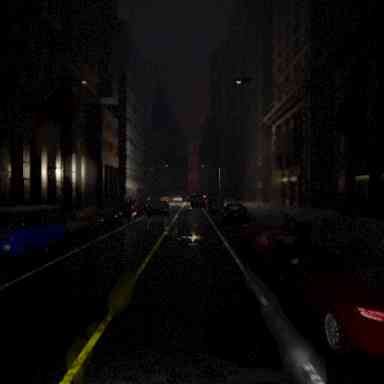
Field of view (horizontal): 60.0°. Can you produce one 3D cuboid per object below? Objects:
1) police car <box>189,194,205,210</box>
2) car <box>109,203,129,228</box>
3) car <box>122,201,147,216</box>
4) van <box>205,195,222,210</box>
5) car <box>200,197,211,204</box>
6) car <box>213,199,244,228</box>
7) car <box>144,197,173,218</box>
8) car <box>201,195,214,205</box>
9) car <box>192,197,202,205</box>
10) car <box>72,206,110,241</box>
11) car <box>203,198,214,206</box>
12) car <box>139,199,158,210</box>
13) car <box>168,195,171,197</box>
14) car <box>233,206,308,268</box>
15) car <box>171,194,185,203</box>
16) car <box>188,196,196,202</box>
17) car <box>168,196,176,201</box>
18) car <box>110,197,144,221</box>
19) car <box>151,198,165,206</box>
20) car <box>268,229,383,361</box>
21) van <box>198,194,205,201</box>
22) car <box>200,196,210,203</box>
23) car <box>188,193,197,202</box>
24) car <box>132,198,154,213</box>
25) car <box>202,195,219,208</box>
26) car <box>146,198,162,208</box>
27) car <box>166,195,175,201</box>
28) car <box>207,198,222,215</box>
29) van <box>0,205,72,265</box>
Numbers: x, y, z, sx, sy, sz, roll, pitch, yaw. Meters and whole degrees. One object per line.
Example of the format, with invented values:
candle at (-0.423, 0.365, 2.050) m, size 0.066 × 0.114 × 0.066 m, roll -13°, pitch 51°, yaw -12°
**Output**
police car at (0.896, 1.513, 45.471) m, size 1.930 × 1.638 × 5.238 m, roll 0°, pitch 0°, yaw 0°
car at (-5.767, 1.623, 22.601) m, size 1.802 × 1.307 × 4.206 m, roll 0°, pitch 0°, yaw 0°
car at (-5.768, 1.644, 33.806) m, size 1.802 × 1.307 × 4.206 m, roll 0°, pitch 0°, yaw 0°
van at (2.756, 1.416, 39.423) m, size 1.690 × 1.788 × 3.998 m, roll 0°, pitch 0°, yaw 0°
car at (2.754, 1.706, 67.430) m, size 1.947 × 1.339 × 4.313 m, roll 0°, pitch 0°, yaw 0°
car at (2.758, 1.482, 22.617) m, size 1.967 × 1.590 × 4.097 m, roll 0°, pitch 0°, yaw 0°
car at (-3.100, 1.536, 31.457) m, size 1.882 × 1.535 × 5.008 m, roll 0°, pitch 0°, yaw 0°
car at (2.754, 1.441, 61.829) m, size 2.192 × 1.841 × 5.009 m, roll 0°, pitch 0°, yaw 0°
car at (0.895, 1.651, 61.361) m, size 1.812 × 1.442 × 4.674 m, roll 0°, pitch 0°, yaw 0°
car at (-5.766, 1.556, 16.829) m, size 1.752 × 1.417 × 4.829 m, roll 0°, pitch 0°, yaw 0°
car at (2.755, 1.694, 56.227) m, size 1.802 × 1.307 × 4.206 m, roll 0°, pitch 0°, yaw 0°
car at (-5.769, 1.637, 45.010) m, size 2.008 × 1.369 × 4.403 m, roll 0°, pitch 0°, yaw 0°
car at (-5.772, 1.699, 73.020) m, size 1.887 × 1.381 × 4.507 m, roll 0°, pitch 0°, yaw 0°
car at (2.759, 1.461, 11.413) m, size 1.967 × 1.590 × 4.097 m, roll 0°, pitch 0°, yaw 0°
car at (-3.006, 1.641, 71.919) m, size 1.895 × 1.301 × 4.718 m, roll 0°, pitch 0°, yaw 0°
car at (-0.007, 1.662, 80.481) m, size 1.994 × 1.385 × 4.181 m, roll 0°, pitch 0°, yaw 0°
car at (-5.774, 1.757, 95.428) m, size 1.887 × 1.381 × 4.507 m, roll 0°, pitch 0°, yaw 0°
car at (-5.768, 1.367, 28.204) m, size 2.192 × 1.841 × 5.009 m, roll 0°, pitch 0°, yaw 0°
car at (-5.770, 1.677, 56.213) m, size 1.947 × 1.339 × 4.313 m, roll 0°, pitch 0°, yaw 0°
car at (2.760, 1.593, 5.812) m, size 1.802 × 1.307 × 4.206 m, roll 0°, pitch 0°, yaw 0°
van at (2.751, 1.554, 95.439) m, size 1.690 × 1.788 × 3.998 m, roll 0°, pitch 0°, yaw 0°
car at (2.753, 1.595, 73.032) m, size 1.967 × 1.590 × 4.097 m, roll 0°, pitch 0°, yaw 0°
car at (0.848, 1.332, 55.390) m, size 2.150 × 2.045 × 5.566 m, roll 0°, pitch 0°, yaw 0°
car at (-5.769, 1.514, 39.407) m, size 1.967 × 1.590 × 4.097 m, roll 0°, pitch 0°, yaw 0°
car at (2.755, 1.414, 50.626) m, size 2.192 × 1.841 × 5.009 m, roll 0°, pitch 0°, yaw 0°
car at (-5.769, 1.664, 50.611) m, size 1.947 × 1.339 × 4.313 m, roll 0°, pitch 0°, yaw 0°
car at (-5.774, 1.638, 89.827) m, size 1.967 × 1.590 × 4.097 m, roll 0°, pitch 0°, yaw 0°
car at (2.757, 1.589, 33.991) m, size 1.752 × 1.417 × 4.829 m, roll 0°, pitch 0°, yaw 0°
van at (-5.766, 1.361, 11.398) m, size 1.690 × 1.788 × 3.998 m, roll 0°, pitch 0°, yaw 0°
